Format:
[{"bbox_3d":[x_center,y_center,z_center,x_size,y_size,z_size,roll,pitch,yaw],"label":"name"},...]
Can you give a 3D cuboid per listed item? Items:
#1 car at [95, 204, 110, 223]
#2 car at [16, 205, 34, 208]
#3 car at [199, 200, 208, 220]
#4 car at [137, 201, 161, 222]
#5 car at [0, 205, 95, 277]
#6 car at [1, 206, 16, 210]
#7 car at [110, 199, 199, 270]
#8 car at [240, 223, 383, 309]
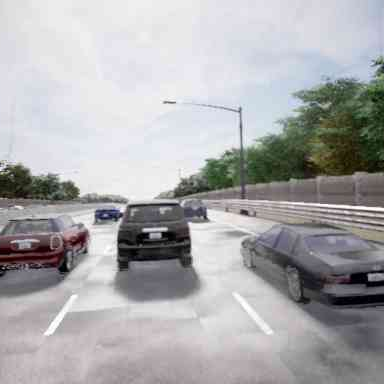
[{"bbox_3d":[-7.249,1.749,28.940,1.882,1.535,5.008,-2,-1,-8],"label":"car"},{"bbox_3d":[-19.754,2.348,41.583,1.882,1.535,5.008,-2,-1,-8],"label":"car"},{"bbox_3d":[-0.074,1.381,28.082,2.097,1.767,4.553,-2,0,-8],"label":"car"},{"bbox_3d":[-3.785,1.640,29.433,1.882,1.535,5.008,-2,-1,-8],"label":"car"},{"bbox_3d":[-4.818,1.492,11.142,2.097,1.767,4.553,-2,0,-8],"label":"car"},{"bbox_3d":[-23.450,2.570,42.811,2.033,1.411,5.357,-2,-1,-8],"label":"car"},{"bbox_3d":[-1.333,1.253,11.453,2.150,2.045,5.566,-2,0,-8],"label":"car"},{"bbox_3d":[2.687,1.455,7.955,2.033,1.411,5.357,-2,0,-8],"label":"car"}]
